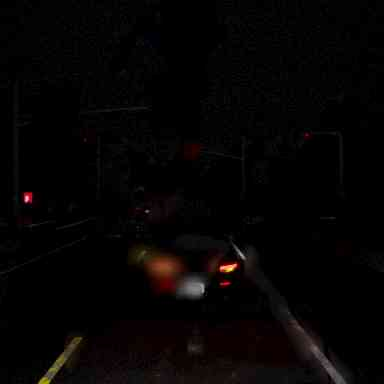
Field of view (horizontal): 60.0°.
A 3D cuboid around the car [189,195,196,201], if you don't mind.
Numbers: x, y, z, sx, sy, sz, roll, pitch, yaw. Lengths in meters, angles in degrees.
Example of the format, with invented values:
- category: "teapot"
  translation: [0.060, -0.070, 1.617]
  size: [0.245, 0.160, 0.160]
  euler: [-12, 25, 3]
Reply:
- category: "car"
  translation: [0.099, 1.525, 80.931]
  size: [2.128, 1.511, 4.902]
  euler: [0, 0, 0]

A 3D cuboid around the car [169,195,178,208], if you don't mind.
- category: "car"
  translation: [-3.540, 1.492, 46.765]
  size: [2.128, 1.511, 4.902]
  euler: [0, 0, 0]

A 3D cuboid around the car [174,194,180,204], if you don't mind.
- category: "car"
  translation: [-3.471, 1.351, 64.239]
  size: [2.097, 1.767, 4.553]
  euler: [0, 0, 1]

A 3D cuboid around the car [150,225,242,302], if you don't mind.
- category: "car"
  translation: [0.083, 1.526, 8.137]
  size: [1.812, 1.442, 4.674]
  euler: [0, 0, 0]

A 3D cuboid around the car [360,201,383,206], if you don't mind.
- category: "car"
  translation: [15.574, 1.528, 28.695]
  size: [5.357, 1.411, 2.033]
  euler: [0, 0, -6]

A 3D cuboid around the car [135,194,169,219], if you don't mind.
- category: "car"
  translation: [-3.566, 1.223, 29.287]
  size: [2.150, 2.045, 5.566]
  euler: [0, 0, 0]
